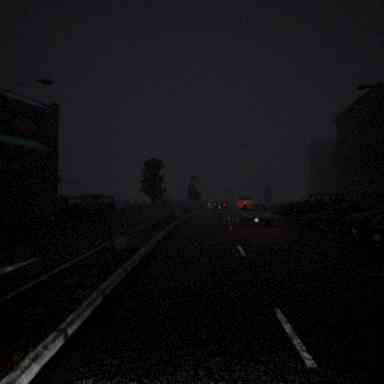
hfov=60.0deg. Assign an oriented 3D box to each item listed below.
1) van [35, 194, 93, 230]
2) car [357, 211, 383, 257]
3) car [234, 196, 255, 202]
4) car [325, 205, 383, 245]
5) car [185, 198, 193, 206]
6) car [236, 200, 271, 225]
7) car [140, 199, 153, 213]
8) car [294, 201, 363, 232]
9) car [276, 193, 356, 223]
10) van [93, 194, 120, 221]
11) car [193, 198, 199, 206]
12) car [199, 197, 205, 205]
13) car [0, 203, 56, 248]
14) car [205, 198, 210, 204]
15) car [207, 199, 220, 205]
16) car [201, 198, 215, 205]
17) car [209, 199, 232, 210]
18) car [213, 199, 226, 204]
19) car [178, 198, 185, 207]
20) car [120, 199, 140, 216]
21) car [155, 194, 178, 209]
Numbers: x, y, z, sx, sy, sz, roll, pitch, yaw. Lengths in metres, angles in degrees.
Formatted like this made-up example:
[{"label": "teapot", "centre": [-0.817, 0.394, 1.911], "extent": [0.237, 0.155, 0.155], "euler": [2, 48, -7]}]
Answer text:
[{"label": "van", "centre": [-7.939, 1.170, 20.169], "extent": [1.878, 1.987, 4.442], "euler": [0, 0, 5]}, {"label": "car", "centre": [8.066, 1.471, 10.193], "extent": [4.792, 1.488, 2.163], "euler": [0, 0, 3]}, {"label": "car", "centre": [6.716, 1.340, 42.017], "extent": [2.097, 1.767, 4.553], "euler": [0, -1, 9]}, {"label": "car", "centre": [8.163, 1.426, 12.923], "extent": [4.892, 1.521, 2.231], "euler": [0, 0, 3]}, {"label": "car", "centre": [-2.018, 1.770, 58.726], "extent": [2.231, 1.521, 4.892], "euler": [0, -2, 13]}, {"label": "car", "centre": [4.286, 1.493, 23.268], "extent": [1.895, 1.301, 4.718], "euler": [0, 0, 5]}, {"label": "car", "centre": [-6.050, 1.462, 36.812], "extent": [2.002, 1.452, 4.674], "euler": [0, -1, 8]}, {"label": "car", "centre": [8.497, 1.416, 18.502], "extent": [4.792, 1.488, 2.163], "euler": [0, 0, 5]}, {"label": "car", "centre": [8.971, 1.113, 23.947], "extent": [5.566, 2.045, 2.435], "euler": [0, 0, 6]}, {"label": "van", "centre": [-7.435, 1.156, 25.685], "extent": [1.878, 1.987, 4.442], "euler": [0, 0, 7]}, {"label": "car", "centre": [-0.754, 1.943, 63.996], "extent": [2.002, 1.452, 4.674], "euler": [0, -2, 15]}, {"label": "car", "centre": [0.647, 2.071, 69.333], "extent": [2.163, 1.488, 4.792], "euler": [0, -2, 16]}, {"label": "car", "centre": [-8.337, 1.453, 14.724], "extent": [2.163, 1.488, 4.792], "euler": [0, 0, 4]}, {"label": "car", "centre": [2.208, 2.058, 74.847], "extent": [2.185, 1.767, 4.553], "euler": [0, -2, 17]}, {"label": "car", "centre": [5.586, 2.497, 85.383], "extent": [2.002, 1.452, 4.674], "euler": [0, -2, 20]}, {"label": "car", "centre": [3.837, 2.320, 80.120], "extent": [2.097, 1.535, 5.008], "euler": [0, -2, 18]}, {"label": "car", "centre": [3.684, 1.592, 42.182], "extent": [1.895, 1.301, 4.718], "euler": [0, -1, 9]}, {"label": "car", "centre": [7.448, 2.598, 90.609], "extent": [2.231, 1.521, 4.892], "euler": [0, -2, 21]}, {"label": "car", "centre": [-3.208, 1.523, 53.222], "extent": [2.185, 1.767, 4.553], "euler": [0, -1, 12]}, {"label": "car", "centre": [-6.776, 1.431, 31.317], "extent": [2.002, 1.452, 4.674], "euler": [0, 0, 7]}, {"label": "car", "centre": [-4.292, 1.298, 47.720], "extent": [2.435, 2.045, 5.566], "euler": [0, -1, 11]}]
